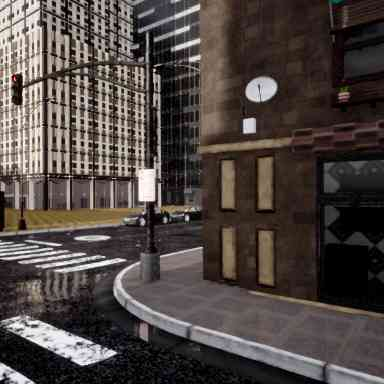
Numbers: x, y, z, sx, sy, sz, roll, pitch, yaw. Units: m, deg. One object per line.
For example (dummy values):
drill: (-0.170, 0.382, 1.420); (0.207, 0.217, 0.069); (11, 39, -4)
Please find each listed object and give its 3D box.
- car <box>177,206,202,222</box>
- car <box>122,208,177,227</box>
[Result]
car: (-0.296, 1.975, 30.465); (2.008, 1.369, 4.403); (-2, -2, 35)
car: (-3.500, 1.894, 25.909); (2.008, 1.369, 4.403); (-2, -2, 35)
